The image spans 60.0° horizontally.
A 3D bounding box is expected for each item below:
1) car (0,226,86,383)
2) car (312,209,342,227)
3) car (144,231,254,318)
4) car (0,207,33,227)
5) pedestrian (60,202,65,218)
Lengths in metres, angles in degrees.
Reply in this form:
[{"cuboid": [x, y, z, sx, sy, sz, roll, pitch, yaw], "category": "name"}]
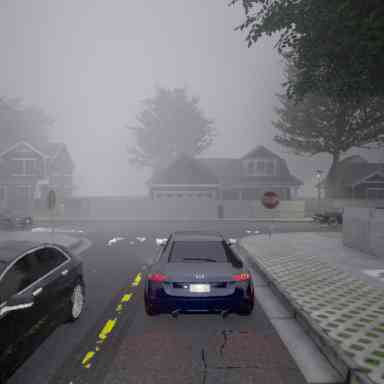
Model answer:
[{"cuboid": [-2.878, 1.504, 4.370, 1.837, 1.490, 4.892, 0, 0, 0], "category": "car"}, {"cuboid": [10.751, 1.632, 22.602, 4.718, 1.301, 1.895, 0, 1, -1], "category": "car"}, {"cuboid": [0.105, 1.562, 7.514, 1.994, 1.385, 4.181, 0, 0, -1], "category": "car"}, {"cuboid": [-11.580, 1.533, 19.371, 4.181, 1.385, 1.994, 0, 1, -1], "category": "car"}, {"cuboid": [-9.823, 1.338, 25.255, 0.375, 1.300, 0.375, 0, 0, -1], "category": "pedestrian"}]
